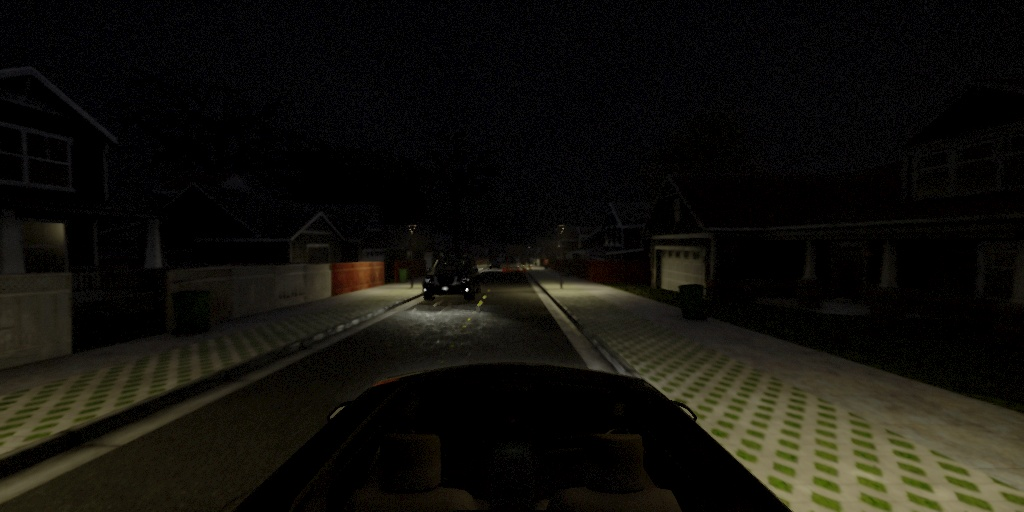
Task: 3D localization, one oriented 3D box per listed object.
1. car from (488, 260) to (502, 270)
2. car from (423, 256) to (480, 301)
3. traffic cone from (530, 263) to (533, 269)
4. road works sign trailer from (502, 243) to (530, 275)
[{"bbox_3d":[-2.780,1.477,59.236,1.837,1.490,4.892,0,0,1],"label":"car"},{"bbox_3d":[-2.844,1.033,18.023,2.150,2.045,5.566,0,0,0],"label":"car"},{"bbox_3d":[2.838,1.755,55.469,0.340,0.580,0.340,0,0,17],"label":"traffic cone"},{"bbox_3d":[0.371,0.354,40.766,2.380,3.560,2.880,0,0,-7],"label":"road works sign trailer"}]
